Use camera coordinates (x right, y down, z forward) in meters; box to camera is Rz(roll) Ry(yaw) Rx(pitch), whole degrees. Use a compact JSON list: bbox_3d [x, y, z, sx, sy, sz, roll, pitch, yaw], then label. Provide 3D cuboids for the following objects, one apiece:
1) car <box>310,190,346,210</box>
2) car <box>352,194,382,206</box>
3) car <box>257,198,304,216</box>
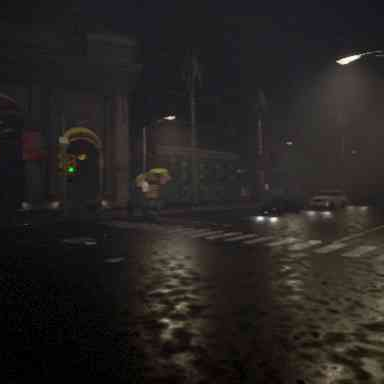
[{"bbox_3d":[14.869,0.804,36.175,2.150,2.045,5.566,0,1,44],"label":"car"},{"bbox_3d":[22.613,0.947,43.031,5.008,1.535,1.882,-1,1,-36],"label":"car"},{"bbox_3d":[7.773,1.243,28.755,2.033,1.411,5.357,0,1,43],"label":"car"}]
